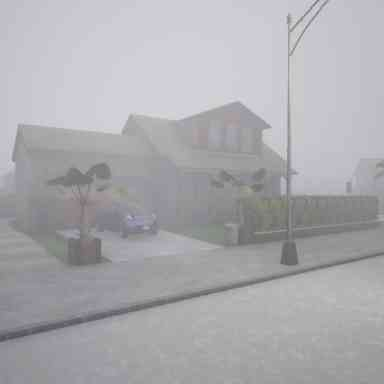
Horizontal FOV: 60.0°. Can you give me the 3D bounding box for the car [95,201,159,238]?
[{"bbox_3d":[-3.025,1.175,15.290,1.845,1.501,3.633,0,0,-38],"label":"car"}]
